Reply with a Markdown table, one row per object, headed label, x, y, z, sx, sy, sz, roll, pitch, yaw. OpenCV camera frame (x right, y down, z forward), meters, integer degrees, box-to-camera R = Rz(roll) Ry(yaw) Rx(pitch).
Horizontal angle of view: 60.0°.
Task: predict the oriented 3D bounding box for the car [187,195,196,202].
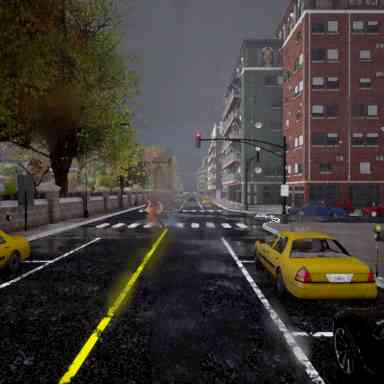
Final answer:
| label | x | y | z | sx | sy | sz | roll | pitch | yaw |
| --- | --- | --- | --- | --- | --- | --- | --- | --- | --- |
| car | -0.098 | 1.592 | 77.468 | 1.994 | 1.385 | 4.181 | 0 | 0 | 0 |

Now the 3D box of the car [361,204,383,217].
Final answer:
| label | x | y | z | sx | sy | sz | roll | pitch | yaw |
| --- | --- | --- | --- | --- | --- | --- | --- | --- | --- |
| car | 20.260 | 1.931 | 35.210 | 4.507 | 1.381 | 1.887 | 1 | -1 | 0 |

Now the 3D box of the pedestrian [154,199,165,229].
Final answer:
| label | x | y | z | sx | sy | sz | roll | pitch | yaw |
| --- | --- | --- | --- | --- | --- | --- | --- | --- | --- |
| pedestrian | -1.950 | 1.298 | 20.359 | 0.375 | 1.860 | 0.375 | 0 | 0 | 0 |

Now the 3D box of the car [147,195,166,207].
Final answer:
| label | x | y | z | sx | sy | sz | roll | pitch | yaw |
| --- | --- | --- | --- | --- | --- | --- | --- | --- | --- |
| car | -5.761 | 1.335 | 51.735 | 2.192 | 1.841 | 5.009 | 0 | 0 | 0 |

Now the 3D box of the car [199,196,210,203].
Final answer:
| label | x | y | z | sx | sy | sz | roll | pitch | yaw |
| --- | --- | --- | --- | --- | --- | --- | --- | --- | --- |
| car | 2.599 | 1.587 | 68.352 | 2.008 | 1.369 | 4.403 | 0 | 0 | 0 |

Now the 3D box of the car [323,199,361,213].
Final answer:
| label | x | y | z | sx | sy | sz | roll | pitch | yaw |
| --- | --- | --- | --- | --- | --- | --- | --- | --- | --- |
| car | 14.570 | 1.598 | 35.188 | 5.009 | 1.841 | 2.192 | 1 | -1 | 0 |

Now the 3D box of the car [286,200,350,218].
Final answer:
| label | x | y | z | sx | sy | sz | roll | pitch | yaw |
| --- | --- | --- | --- | --- | --- | --- | --- | --- | --- |
| car | 12.066 | 1.795 | 32.618 | 5.357 | 1.411 | 2.033 | 1 | 0 | 1 |

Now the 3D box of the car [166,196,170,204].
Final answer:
| label | x | y | z | sx | sy | sz | roll | pitch | yaw |
| --- | --- | --- | --- | --- | --- | --- | --- | --- | --- |
| car | -5.775 | 1.470 | 62.805 | 1.967 | 1.590 | 4.097 | 0 | 0 | 0 |

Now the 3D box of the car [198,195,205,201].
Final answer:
| label | x | y | z | sx | sy | sz | roll | pitch | yaw |
| --- | --- | --- | --- | --- | --- | --- | --- | --- | --- |
| car | 2.571 | 1.606 | 90.492 | 1.887 | 1.381 | 4.507 | 0 | 0 | 0 |

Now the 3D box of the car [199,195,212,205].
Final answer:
| label | x | y | z | sx | sy | sz | roll | pitch | yaw |
| --- | --- | --- | --- | --- | --- | --- | --- | --- | --- |
| car | 2.613 | 1.550 | 57.451 | 1.752 | 1.417 | 4.829 | 0 | 0 | 0 |

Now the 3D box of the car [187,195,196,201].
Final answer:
| label | x | y | z | sx | sy | sz | roll | pitch | yaw |
| --- | --- | --- | --- | --- | --- | --- | --- | --- | --- |
| car | -0.112 | 1.495 | 87.479 | 2.128 | 1.511 | 4.902 | 0 | 0 | 0 |

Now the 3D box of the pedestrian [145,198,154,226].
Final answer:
| label | x | y | z | sx | sy | sz | roll | pitch | yaw |
| --- | --- | --- | --- | --- | --- | --- | --- | --- | --- |
| pedestrian | -2.690 | 1.298 | 21.559 | 0.375 | 1.860 | 0.375 | 0 | 0 | 0 |

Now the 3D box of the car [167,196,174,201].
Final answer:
| label | x | y | z | sx | sy | sz | roll | pitch | yaw |
| --- | --- | --- | --- | --- | --- | --- | --- | --- | --- |
| car | -5.809 | 1.643 | 90.481 | 1.802 | 1.307 | 4.206 | 0 | 0 | 0 |

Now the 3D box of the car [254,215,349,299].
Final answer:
| label | x | y | z | sx | sy | sz | roll | pitch | yaw |
| --- | --- | --- | --- | --- | --- | --- | --- | --- | --- |
| car | 2.677 | 1.526 | 8.350 | 1.752 | 1.417 | 4.829 | 0 | 0 | 0 |

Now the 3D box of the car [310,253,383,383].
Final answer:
| label | x | y | z | sx | sy | sz | roll | pitch | yaw |
| --- | --- | --- | --- | --- | --- | --- | --- | --- | --- |
| car | 2.685 | 1.566 | 2.549 | 1.947 | 1.339 | 4.313 | 0 | 0 | 0 |

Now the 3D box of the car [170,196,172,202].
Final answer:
| label | x | y | z | sx | sy | sz | roll | pitch | yaw |
| --- | --- | --- | --- | --- | --- | --- | --- | --- | --- |
| car | -5.781 | 1.581 | 68.340 | 1.887 | 1.381 | 4.507 | 0 | 0 | 0 |

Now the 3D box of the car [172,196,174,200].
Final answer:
| label | x | y | z | sx | sy | sz | roll | pitch | yaw |
| --- | --- | --- | --- | --- | --- | --- | --- | --- | --- |
| car | -5.795 | 1.630 | 79.410 | 1.802 | 1.307 | 4.206 | 0 | 0 | 0 |

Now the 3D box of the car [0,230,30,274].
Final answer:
| label | x | y | z | sx | sy | sz | roll | pitch | yaw |
| --- | --- | --- | --- | --- | --- | --- | --- | --- | --- |
| car | -5.703 | 1.526 | 7.998 | 1.752 | 1.417 | 4.829 | 0 | 0 | 0 |

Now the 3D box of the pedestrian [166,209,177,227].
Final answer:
| label | x | y | z | sx | sy | sz | roll | pitch | yaw |
| --- | --- | --- | --- | --- | --- | --- | --- | --- | --- |
| pedestrian | -1.313 | 1.578 | 20.961 | 0.375 | 1.300 | 0.375 | 0 | 0 | 0 |

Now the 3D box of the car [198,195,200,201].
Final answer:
| label | x | y | z | sx | sy | sz | roll | pitch | yaw |
| --- | --- | --- | --- | --- | --- | --- | --- | --- | --- |
| car | 2.606 | 1.575 | 62.816 | 1.887 | 1.381 | 4.507 | 0 | 0 | 0 |
